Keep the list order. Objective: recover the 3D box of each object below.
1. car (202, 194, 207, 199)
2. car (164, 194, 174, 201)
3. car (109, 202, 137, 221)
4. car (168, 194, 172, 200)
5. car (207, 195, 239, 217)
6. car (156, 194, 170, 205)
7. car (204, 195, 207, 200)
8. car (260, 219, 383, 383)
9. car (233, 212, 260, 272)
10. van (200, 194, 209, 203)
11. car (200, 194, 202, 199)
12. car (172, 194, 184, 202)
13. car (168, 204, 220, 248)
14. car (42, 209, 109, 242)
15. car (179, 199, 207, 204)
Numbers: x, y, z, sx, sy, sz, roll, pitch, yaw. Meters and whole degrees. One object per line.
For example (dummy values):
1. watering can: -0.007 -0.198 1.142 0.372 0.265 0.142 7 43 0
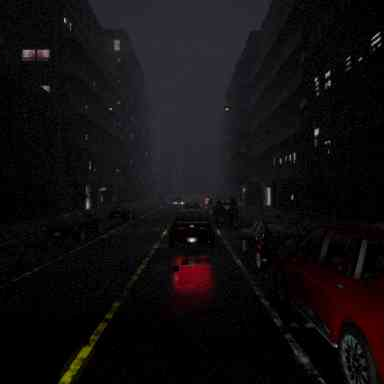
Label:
1. car: 3.113 1.374 54.760 2.097 1.767 4.553 0 0 0
2. car: -5.704 1.372 84.520 2.192 1.841 5.009 -1 0 0
3. car: -5.701 1.547 27.672 1.887 1.381 4.507 -1 0 0
4. car: -5.700 1.600 67.465 1.947 1.339 4.313 -1 0 0
5. car: 2.676 1.318 27.669 2.192 1.841 5.009 -1 0 0
6. car: -5.700 1.594 61.781 1.947 1.339 4.313 -1 0 0
7. car: 3.146 1.520 47.790 1.837 1.490 4.892 0 0 0
8. car: 2.677 1.312 4.930 2.192 1.841 5.009 -1 0 0
9. car: 2.680 1.548 10.614 2.008 1.369 4.403 -1 0 0
10. van: 2.677 1.382 73.146 1.690 1.788 3.998 -1 0 0
11. car: 2.680 1.560 67.631 1.752 1.417 4.829 -1 0 0
12. car: -3.000 1.348 76.753 2.097 1.767 4.553 0 0 0
13. car: 0.000 1.515 14.651 1.837 1.490 4.892 0 0 0
14. car: -5.701 1.542 16.302 1.887 1.381 4.507 -1 0 0
15. car: 0.000 1.577 29.653 1.994 1.385 4.181 0 0 0
